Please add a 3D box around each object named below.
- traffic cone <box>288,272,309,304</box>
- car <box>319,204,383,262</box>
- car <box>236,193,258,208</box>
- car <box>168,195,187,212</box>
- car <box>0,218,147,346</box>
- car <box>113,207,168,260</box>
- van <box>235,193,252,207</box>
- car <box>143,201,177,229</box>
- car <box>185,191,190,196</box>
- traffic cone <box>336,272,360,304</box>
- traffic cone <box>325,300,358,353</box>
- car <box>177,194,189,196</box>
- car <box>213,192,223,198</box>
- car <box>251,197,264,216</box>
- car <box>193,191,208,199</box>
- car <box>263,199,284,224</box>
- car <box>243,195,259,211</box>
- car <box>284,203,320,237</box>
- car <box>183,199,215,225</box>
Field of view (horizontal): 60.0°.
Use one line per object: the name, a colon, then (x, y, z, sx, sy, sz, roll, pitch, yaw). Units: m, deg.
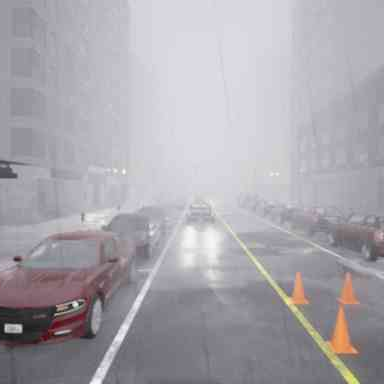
traffic cone: (2.163, 1.916, 6.753, 0.340, 0.580, 0.340, 1, 0, 1)
car: (6.382, 1.395, 11.874, 1.967, 1.590, 4.097, 1, 0, 1)
car: (6.820, 1.039, 39.487, 2.192, 1.841, 5.009, 1, 0, 1)
car: (-1.795, 1.275, 34.092, 1.802, 1.307, 4.206, 1, 0, 1)
car: (-2.231, 1.469, 6.470, 1.887, 1.381, 4.507, 1, 0, 1)
car: (-2.144, 1.444, 11.995, 1.947, 1.339, 4.313, 1, 0, 1)
van: (6.906, 1.019, 45.009, 1.690, 1.788, 3.998, 1, 0, 1)
car: (-2.056, 1.397, 17.519, 1.947, 1.339, 4.313, 1, 0, 1)
car: (-1.619, 1.041, 45.139, 1.967, 1.590, 4.097, 1, 0, 1)
traffic cone: (3.163, 1.925, 6.738, 0.340, 0.580, 0.340, 1, 0, 1)
traffic cone: (2.131, 1.933, 4.754, 0.340, 0.580, 0.340, 1, 0, 1)
car: (-1.708, 1.213, 39.616, 1.947, 1.339, 4.313, 1, 0, 1)
car: (7.313, 0.775, 88.898, 1.967, 1.590, 4.097, 1, 0, 0)
car: (6.643, 1.367, 28.443, 2.008, 1.369, 4.403, 1, 0, 1)
car: (1.155, 1.046, 51.923, 1.882, 1.535, 5.008, 1, 0, 1)
car: (6.556, 1.413, 22.920, 2.008, 1.369, 4.403, 1, 0, 1)
car: (6.730, 1.336, 33.965, 1.947, 1.339, 4.313, 1, 0, 1)
car: (6.469, 1.349, 17.396, 1.967, 1.590, 4.097, 1, 0, 1)
car: (0.587, 1.412, 22.688, 1.895, 1.301, 4.718, 1, 0, 1)
